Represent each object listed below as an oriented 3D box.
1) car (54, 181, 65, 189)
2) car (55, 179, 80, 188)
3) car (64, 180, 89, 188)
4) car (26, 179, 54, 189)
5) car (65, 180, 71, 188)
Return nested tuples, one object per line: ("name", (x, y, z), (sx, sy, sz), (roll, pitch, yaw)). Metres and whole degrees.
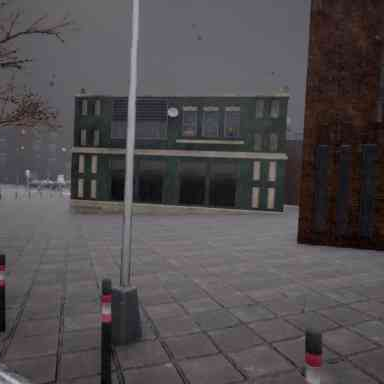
("car", (-28.262, -1.508, 65.350), (5.008, 1.535, 2.097), (3, 2, 20))
("car", (-26.354, -1.774, 70.518), (4.553, 1.767, 2.185), (3, 3, 20))
("car", (-25.458, -1.723, 73.134), (4.892, 1.521, 2.231), (3, 3, 20))
("car", (-29.158, -1.565, 62.734), (4.553, 1.767, 2.185), (3, 2, 20))
("car", (-27.322, -1.539, 67.941), (4.674, 1.452, 2.002), (3, 3, 20))
